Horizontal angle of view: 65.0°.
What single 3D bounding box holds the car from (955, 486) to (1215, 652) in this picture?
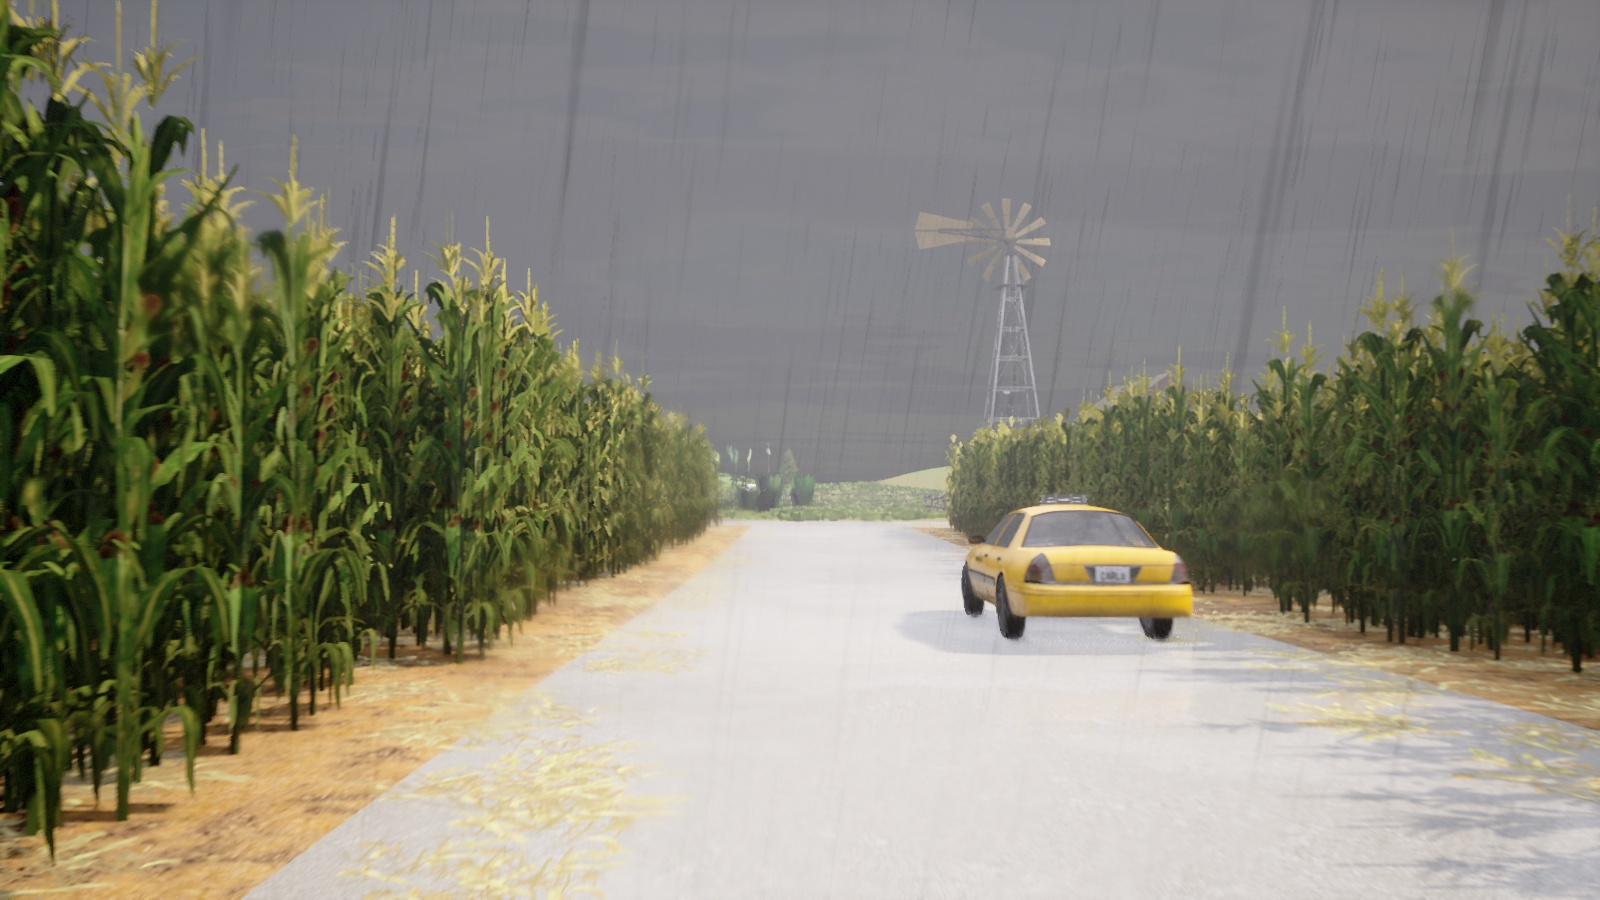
[{"bbox_3d":[3.065,1.264,14.737,1.801,1.575,5.366,0,-3,0],"label":"car"}]
